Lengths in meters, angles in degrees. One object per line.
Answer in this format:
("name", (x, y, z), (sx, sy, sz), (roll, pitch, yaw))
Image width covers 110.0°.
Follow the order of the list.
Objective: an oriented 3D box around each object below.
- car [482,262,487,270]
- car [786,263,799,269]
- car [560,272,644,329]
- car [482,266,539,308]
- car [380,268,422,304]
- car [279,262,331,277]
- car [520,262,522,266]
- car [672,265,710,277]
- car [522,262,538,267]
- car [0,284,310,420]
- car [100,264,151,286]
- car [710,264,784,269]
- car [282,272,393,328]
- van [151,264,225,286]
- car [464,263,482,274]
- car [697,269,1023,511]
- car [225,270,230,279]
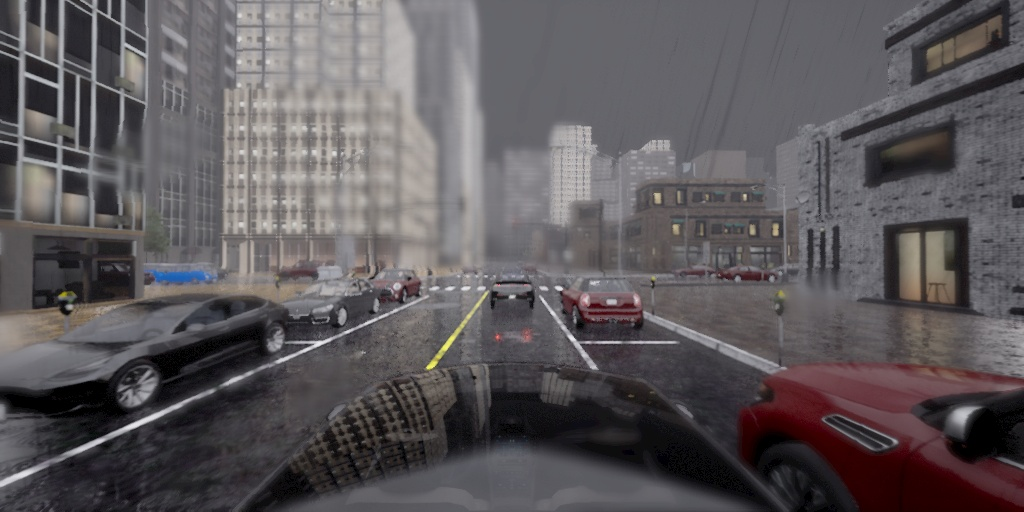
("car", (-5.658, 1.854, 60.544), (1.751, 1.417, 4.829), (0, 0, 0))
("car", (28.831, 1.448, 37.706), (4.403, 1.370, 2.007), (0, 0, -1))
("car", (2.697, 1.283, 11.624), (1.967, 1.591, 4.097), (0, 0, 0))
("car", (0.007, 1.379, 16.153), (2.128, 1.511, 4.902), (0, 0, 0))
("car", (-5.682, 1.336, 17.167), (1.967, 1.591, 4.097), (0, 0, 0))
("car", (-21.102, 1.539, 36.977), (5.009, 1.841, 2.192), (0, 0, -1))
("car", (2.723, 1.911, 60.709), (1.802, 1.307, 4.207), (0, 0, 0))
("car", (18.968, 1.544, 37.562), (4.207, 1.307, 1.802), (0, 0, -1))
("car", (2.718, 1.761, 49.628), (1.888, 1.381, 4.507), (0, 0, 0))
("car", (-5.687, 1.357, 6.093), (1.948, 1.339, 4.313), (0, 0, 0))
("car", (-31.396, 1.513, 28.446), (5.009, 1.841, 2.192), (0, 0, -1))
("car", (19.090, 1.415, 29.182), (4.507, 1.381, 1.888), (0, 0, -1))
("car", (-5.685, 1.394, 11.629), (2.007, 1.370, 4.403), (0, 0, 0))
("van", (-25.699, 1.503, 28.529), (3.998, 1.789, 1.690), (0, 0, -1))
("car", (-5.664, 1.798, 49.633), (1.802, 1.307, 4.207), (0, 0, 0))
("car", (2.690, 1.054, 0.551), (2.192, 1.841, 5.009), (0, 0, 0))
("car", (-31.512, 1.842, 36.825), (4.403, 1.370, 2.007), (0, 0, -1))
